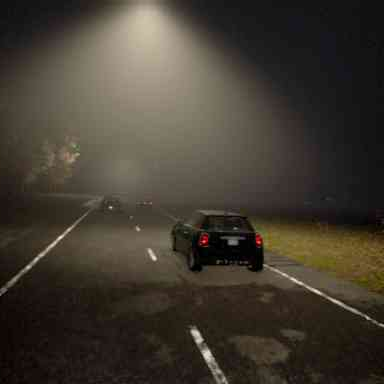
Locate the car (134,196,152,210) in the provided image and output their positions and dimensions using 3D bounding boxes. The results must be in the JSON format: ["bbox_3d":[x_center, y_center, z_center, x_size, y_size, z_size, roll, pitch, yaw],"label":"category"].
[{"bbox_3d":[-5.657,1.204,38.372,2.033,1.411,5.357,3,0,-13],"label":"car"}]

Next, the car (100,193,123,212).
[{"bbox_3d":[-7.676,1.062,31.603,1.837,1.490,4.892,3,0,-13],"label":"car"}]

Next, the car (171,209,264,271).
[{"bbox_3d":[0.642,1.376,11.164,2.097,1.767,4.553,3,0,-13],"label":"car"}]

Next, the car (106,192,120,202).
[{"bbox_3d":[-12.841,0.796,53.930,2.033,1.411,5.357,3,0,-13],"label":"car"}]
